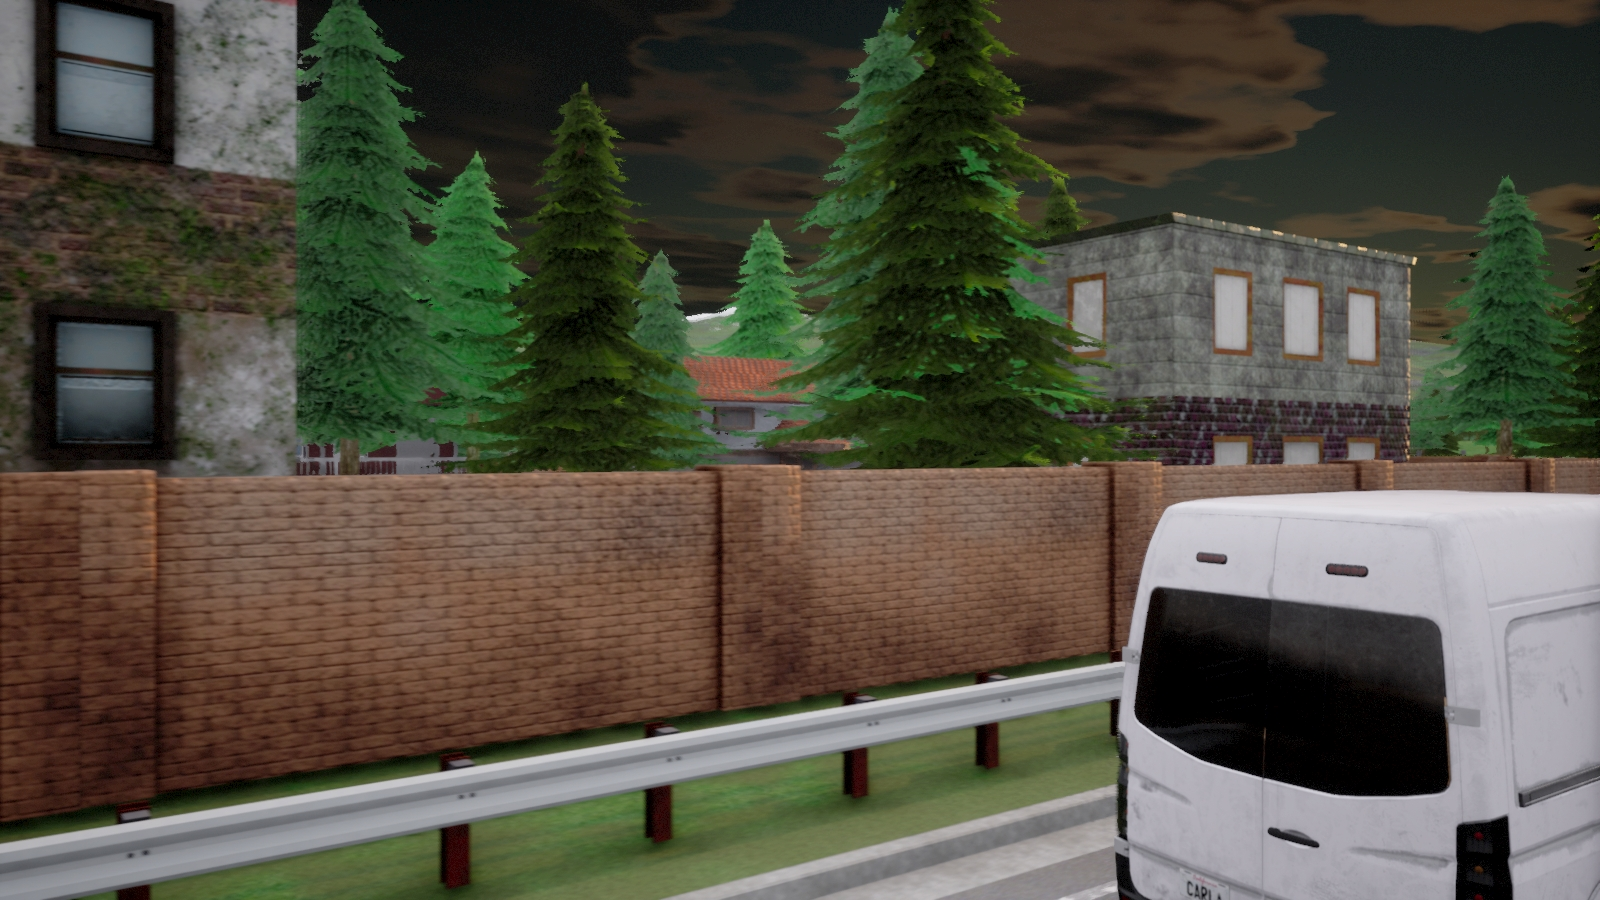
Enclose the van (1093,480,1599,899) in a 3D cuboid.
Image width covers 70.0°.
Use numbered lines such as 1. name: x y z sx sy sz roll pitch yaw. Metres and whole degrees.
1. van: 4.555 1.532 6.977 5.915 2.561 1.988 0 0 -35
